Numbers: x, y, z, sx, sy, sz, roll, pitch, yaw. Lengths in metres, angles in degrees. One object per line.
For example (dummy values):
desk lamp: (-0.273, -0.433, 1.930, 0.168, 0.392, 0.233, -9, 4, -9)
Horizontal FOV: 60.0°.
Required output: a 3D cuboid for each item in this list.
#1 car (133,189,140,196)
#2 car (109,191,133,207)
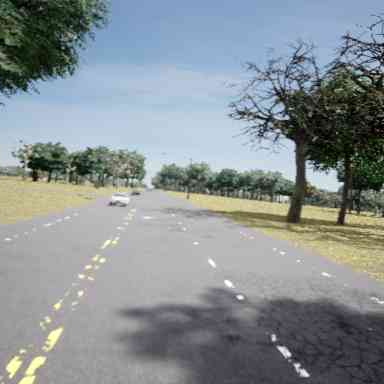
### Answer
car: (-12.886, 0.057, 76.799, 2.033, 1.411, 5.357, 5, 0, -8)
car: (-7.691, 0.774, 35.711, 1.812, 1.442, 4.674, 5, 0, -7)
